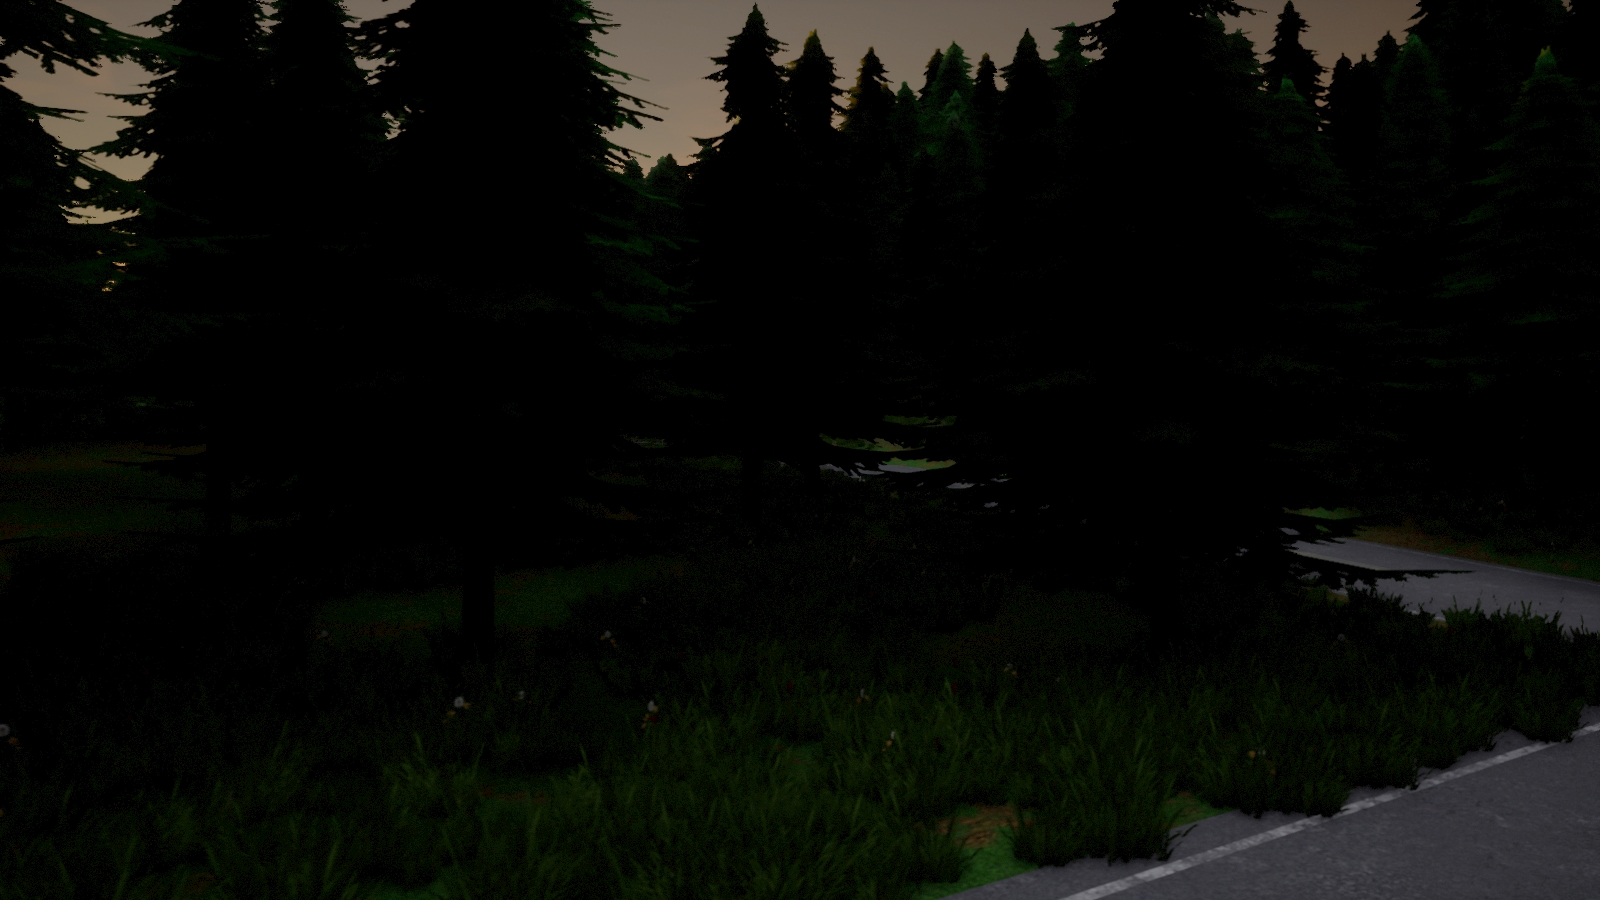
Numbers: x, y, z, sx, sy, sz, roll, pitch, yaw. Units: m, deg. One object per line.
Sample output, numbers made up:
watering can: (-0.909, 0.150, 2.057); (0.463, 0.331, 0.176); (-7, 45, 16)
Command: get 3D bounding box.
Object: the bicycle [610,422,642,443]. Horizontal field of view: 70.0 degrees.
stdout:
bicycle: (-9.053, -0.925, 59.413); (1.643, 1.024, 0.373); (4, 2, 25)
